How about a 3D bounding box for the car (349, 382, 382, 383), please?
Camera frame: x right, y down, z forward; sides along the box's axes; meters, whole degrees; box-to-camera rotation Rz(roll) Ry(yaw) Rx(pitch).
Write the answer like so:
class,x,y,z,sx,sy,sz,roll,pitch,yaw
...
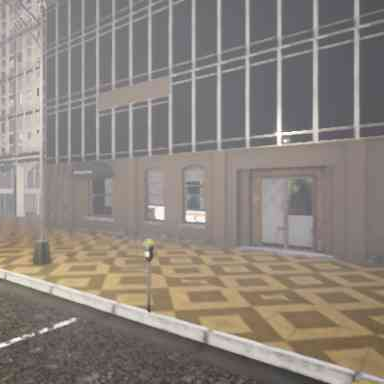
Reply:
class,x,y,z,sx,sy,sz,roll,pitch,yaw
car,2.665,1.534,0.978,4.829,1.417,1.752,0,0,35
